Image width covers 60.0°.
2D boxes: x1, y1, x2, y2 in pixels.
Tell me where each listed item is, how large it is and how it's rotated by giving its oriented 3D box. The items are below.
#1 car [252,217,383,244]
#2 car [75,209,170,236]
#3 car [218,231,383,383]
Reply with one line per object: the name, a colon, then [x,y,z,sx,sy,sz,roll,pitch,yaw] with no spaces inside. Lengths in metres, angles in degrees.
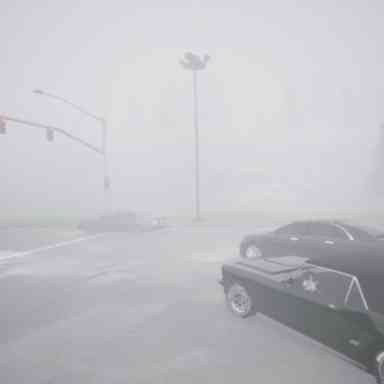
car: [3.433,1.457,9.288,1.837,1.490,4.892,0,-1,-37]
car: [-3.993,1.693,19.086,5.357,1.411,2.033,-1,0,20]
car: [2.291,1.565,4.942,1.895,1.301,4.718,-1,0,-27]
